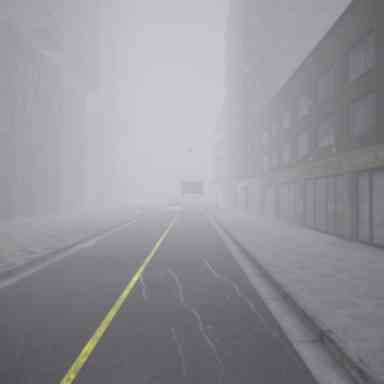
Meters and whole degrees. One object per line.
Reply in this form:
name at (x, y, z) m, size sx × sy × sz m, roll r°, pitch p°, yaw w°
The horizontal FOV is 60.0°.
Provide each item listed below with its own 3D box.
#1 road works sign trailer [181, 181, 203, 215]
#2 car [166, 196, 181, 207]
road works sign trailer at (0.010, 0.621, 35.629) m, size 2.380 × 3.560 × 2.880 m, roll 0°, pitch 0°, yaw 0°
car at (-3.030, 1.758, 58.390) m, size 2.128 × 1.511 × 4.902 m, roll 0°, pitch 0°, yaw 1°
